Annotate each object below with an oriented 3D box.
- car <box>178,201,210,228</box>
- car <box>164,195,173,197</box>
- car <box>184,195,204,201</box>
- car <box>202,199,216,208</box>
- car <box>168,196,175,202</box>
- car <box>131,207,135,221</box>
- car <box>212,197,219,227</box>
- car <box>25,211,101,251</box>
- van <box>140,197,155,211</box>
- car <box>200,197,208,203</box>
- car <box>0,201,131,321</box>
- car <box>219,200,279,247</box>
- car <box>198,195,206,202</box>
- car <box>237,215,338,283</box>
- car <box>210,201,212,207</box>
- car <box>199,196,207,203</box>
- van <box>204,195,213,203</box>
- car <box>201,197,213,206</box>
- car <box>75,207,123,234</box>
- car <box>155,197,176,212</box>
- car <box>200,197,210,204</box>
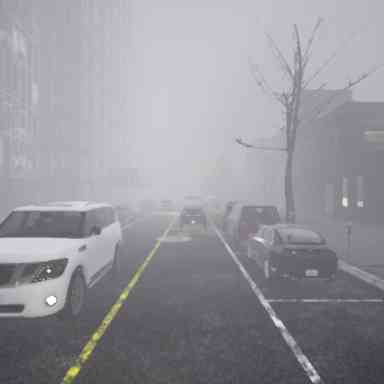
[{"bbox_3d":[0.079,1.618,23.254,1.837,1.490,4.892,0,0,0],"label":"car"},{"bbox_3d":[-5.674,1.866,70.698,1.802,1.307,4.206,1,0,0],"label":"car"},{"bbox_3d":[0.099,1.417,44.229,2.150,2.045,5.566,0,0,0],"label":"car"},{"bbox_3d":[2.705,1.796,54.060,1.947,1.339,4.313,1,0,0],"label":"car"},{"bbox_3d":[-5.672,1.872,92.711,1.752,1.417,4.829,1,0,0],"label":"car"},{"bbox_3d":[-5.677,1.670,26.327,1.887,1.381,4.507,1,0,0],"label":"car"},{"bbox_3d":[2.706,1.416,20.782,2.192,1.841,5.009,1,0,0],"label":"car"},{"bbox_3d":[-5.679,1.658,15.232,1.802,1.307,4.206,1,0,0],"label":"car"},{"bbox_3d":[-5.673,1.532,42.968,1.690,1.788,3.998,1,0,0],"label":"van"},{"bbox_3d":[2.707,1.882,76.245,1.802,1.307,4.206,1,0,0],"label":"car"},{"bbox_3d":[-3.089,1.263,7.693,2.150,2.045,5.566,0,-1,0],"label":"car"},{"bbox_3d":[2.705,1.391,15.233,2.192,1.841,5.009,1,0,0],"label":"car"},{"bbox_3d":[2.712,1.661,92.884,2.192,1.841,5.009,1,0,0],"label":"car"},{"bbox_3d":[2.701,1.600,9.686,2.008,1.369,4.403,1,0,0],"label":"car"},{"bbox_3d":[2.704,1.651,26.498,1.752,1.417,4.829,1,0,0],"label":"car"},{"bbox_3d":[2.708,1.842,81.961,1.752,1.417,4.829,1,0,0],"label":"car"},{"bbox_3d":[2.708,1.551,48.514,1.690,1.788,3.998,1,0,0],"label":"van"},{"bbox_3d":[2.707,1.689,59.606,1.967,1.590,4.097,1,0,0],"label":"car"},{"bbox_3d":[-5.678,1.684,20.781,1.802,1.307,4.206,1,0,0],"label":"car"},{"bbox_3d":[-3.089,1.687,41.243,1.837,1.490,4.892,0,0,0],"label":"car"},{"bbox_3d":[2.707,1.828,70.699,1.887,1.381,4.507,1,0,0],"label":"car"}]
